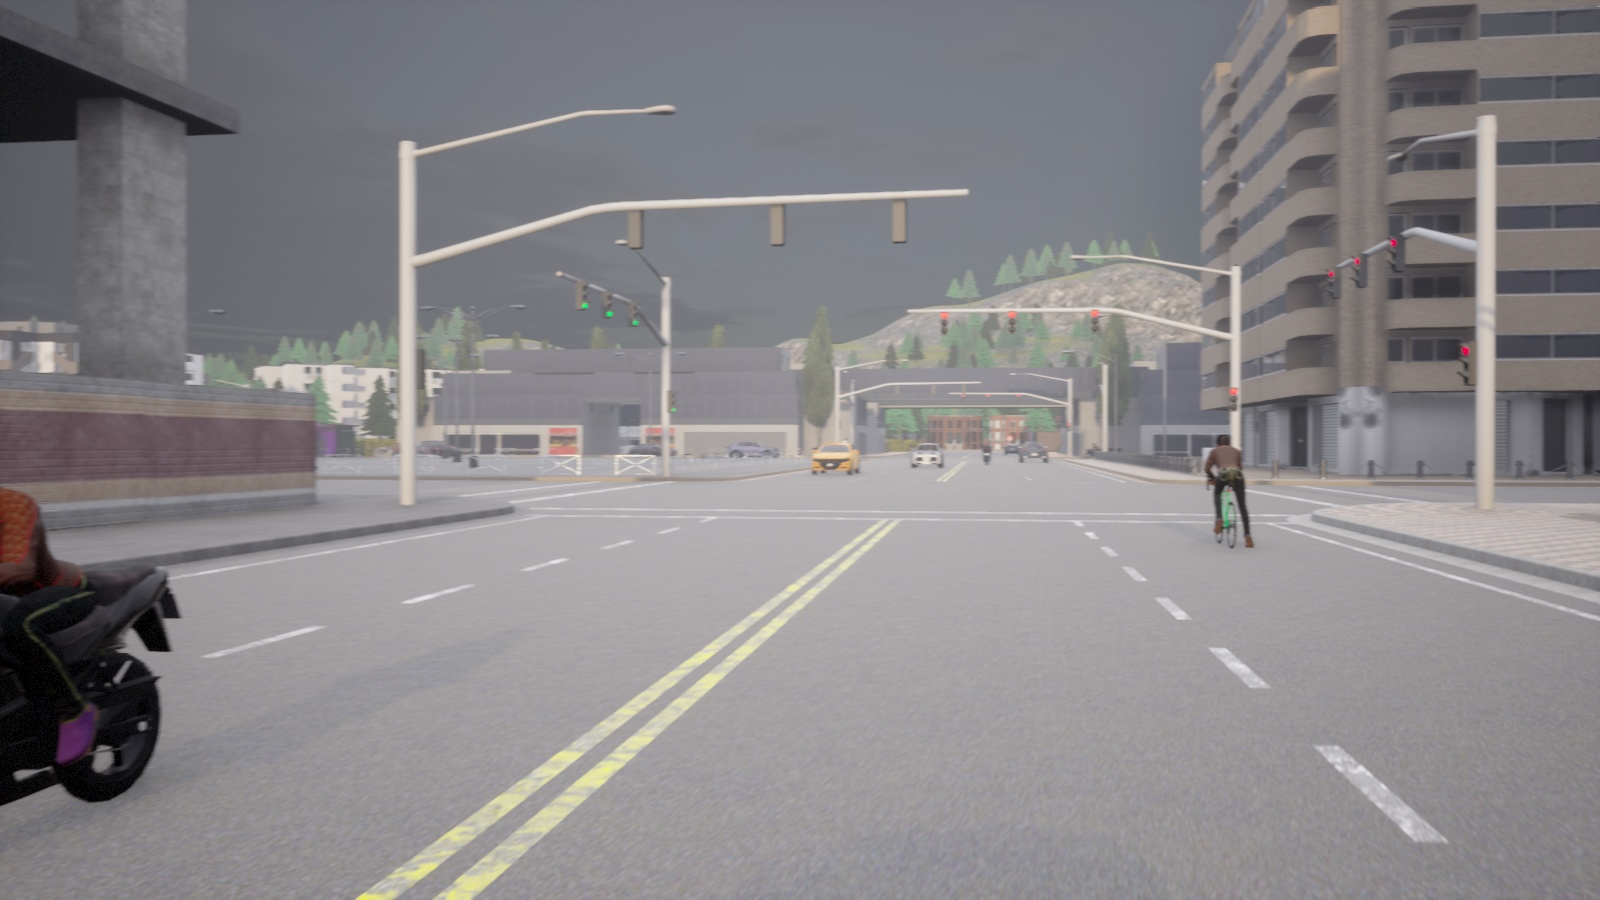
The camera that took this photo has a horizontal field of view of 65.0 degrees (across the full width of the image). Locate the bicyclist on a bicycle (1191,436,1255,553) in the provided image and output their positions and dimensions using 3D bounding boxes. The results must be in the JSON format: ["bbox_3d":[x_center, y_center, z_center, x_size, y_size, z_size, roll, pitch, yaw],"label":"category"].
[{"bbox_3d":[6.092,0.614,18.166,0.582,1.620,1.656,0,0,8],"label":"bicyclist on a bicycle"}]

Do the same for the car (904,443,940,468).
[{"bbox_3d":[7.335,0.305,75.059,1.970,1.475,3.806,0,0,8],"label":"car"}]

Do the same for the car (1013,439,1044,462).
[{"bbox_3d":[17.525,0.027,96.366,2.152,1.651,5.027,0,0,8],"label":"car"}]

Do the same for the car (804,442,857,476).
[{"bbox_3d":[1.474,0.391,59.163,1.882,1.535,5.008,0,0,8],"label":"car"}]

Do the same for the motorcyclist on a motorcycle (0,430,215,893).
[{"bbox_3d":[-3.005,0.695,4.337,0.797,1.523,2.044,0,0,8],"label":"motorcyclist on a motorcycle"}]
